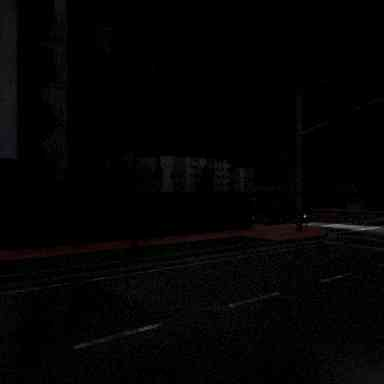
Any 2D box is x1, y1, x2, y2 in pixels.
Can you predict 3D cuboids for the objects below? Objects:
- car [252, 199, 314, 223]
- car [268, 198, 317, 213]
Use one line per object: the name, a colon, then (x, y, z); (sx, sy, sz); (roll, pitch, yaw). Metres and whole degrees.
car: (6.727, 1.491, 26.027); (2.128, 1.511, 4.902); (0, 0, -36)
car: (11.246, 1.491, 37.498); (2.128, 1.511, 4.902); (0, 0, -37)
